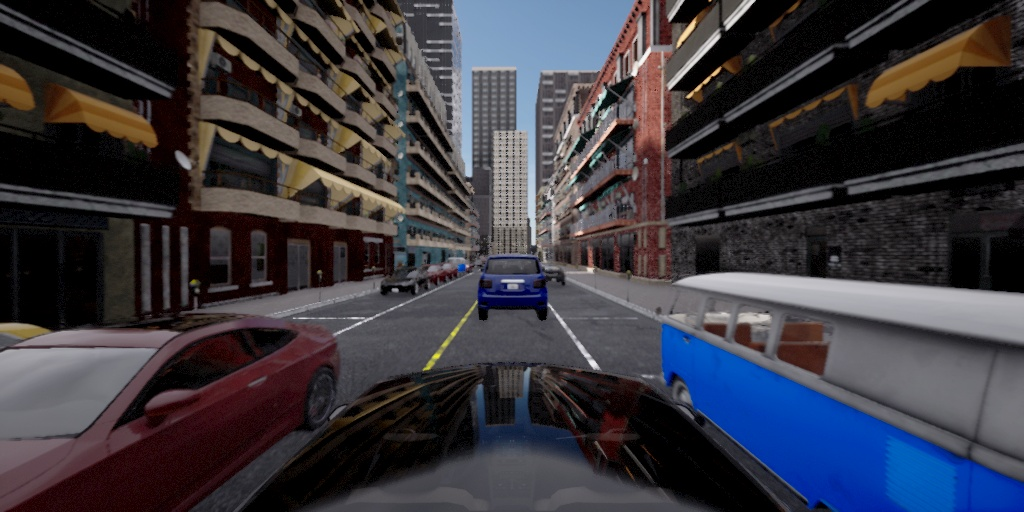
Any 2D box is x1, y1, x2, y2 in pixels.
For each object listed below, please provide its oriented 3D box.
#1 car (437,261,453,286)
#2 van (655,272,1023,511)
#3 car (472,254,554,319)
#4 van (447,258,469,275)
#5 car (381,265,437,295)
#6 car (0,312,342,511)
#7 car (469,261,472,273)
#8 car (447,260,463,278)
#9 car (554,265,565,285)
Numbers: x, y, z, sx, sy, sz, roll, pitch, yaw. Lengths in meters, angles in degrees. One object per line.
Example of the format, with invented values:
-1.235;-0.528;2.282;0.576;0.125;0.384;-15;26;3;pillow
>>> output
-5.681;1.275;25.143;1.888;1.381;4.507;0;0;0;car
2.689;1.089;3.033;1.690;1.789;3.998;0;0;0;van
0.021;0.961;12.816;2.150;2.045;5.566;0;0;0;car
-5.676;1.062;36.190;1.690;1.789;3.998;0;0;0;van
-5.684;1.300;19.619;1.948;1.339;4.313;0;0;0;car
-3.100;1.275;2.879;1.812;1.442;4.674;0;0;0;car
-5.674;1.157;41.713;1.967;1.591;4.097;0;0;0;car
-5.679;1.270;30.666;1.888;1.381;4.507;0;0;0;car
2.700;1.279;25.125;2.007;1.370;4.403;0;0;0;car
